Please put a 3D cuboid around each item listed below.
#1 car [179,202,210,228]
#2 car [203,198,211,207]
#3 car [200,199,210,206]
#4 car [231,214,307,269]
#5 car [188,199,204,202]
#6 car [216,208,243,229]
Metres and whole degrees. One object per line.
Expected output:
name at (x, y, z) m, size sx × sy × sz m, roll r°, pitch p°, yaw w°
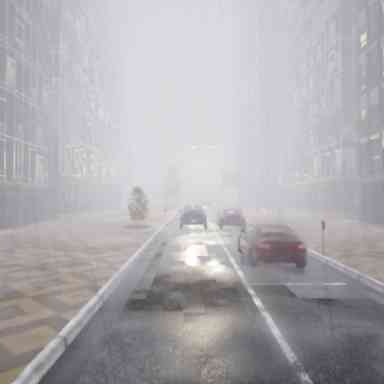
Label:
car at (0.091, 1.682, 23.388) m, size 1.812 × 1.442 × 4.674 m, roll 0°, pitch 0°, yaw 0°
car at (2.557, 1.878, 61.350) m, size 1.967 × 1.590 × 4.097 m, roll 1°, pitch 0°, yaw 0°
car at (2.552, 2.064, 66.915) m, size 1.802 × 1.307 × 4.206 m, roll 1°, pitch 0°, yaw 0°
car at (2.573, 1.656, 11.243) m, size 1.802 × 1.307 × 4.206 m, roll 1°, pitch 0°, yaw 0°
car at (0.085, 1.836, 41.735) m, size 2.033 × 1.411 × 5.357 m, roll 0°, pitch 0°, yaw 0°
car at (2.569, 1.732, 22.376) m, size 1.802 × 1.307 × 4.206 m, roll 1°, pitch 0°, yaw 0°
